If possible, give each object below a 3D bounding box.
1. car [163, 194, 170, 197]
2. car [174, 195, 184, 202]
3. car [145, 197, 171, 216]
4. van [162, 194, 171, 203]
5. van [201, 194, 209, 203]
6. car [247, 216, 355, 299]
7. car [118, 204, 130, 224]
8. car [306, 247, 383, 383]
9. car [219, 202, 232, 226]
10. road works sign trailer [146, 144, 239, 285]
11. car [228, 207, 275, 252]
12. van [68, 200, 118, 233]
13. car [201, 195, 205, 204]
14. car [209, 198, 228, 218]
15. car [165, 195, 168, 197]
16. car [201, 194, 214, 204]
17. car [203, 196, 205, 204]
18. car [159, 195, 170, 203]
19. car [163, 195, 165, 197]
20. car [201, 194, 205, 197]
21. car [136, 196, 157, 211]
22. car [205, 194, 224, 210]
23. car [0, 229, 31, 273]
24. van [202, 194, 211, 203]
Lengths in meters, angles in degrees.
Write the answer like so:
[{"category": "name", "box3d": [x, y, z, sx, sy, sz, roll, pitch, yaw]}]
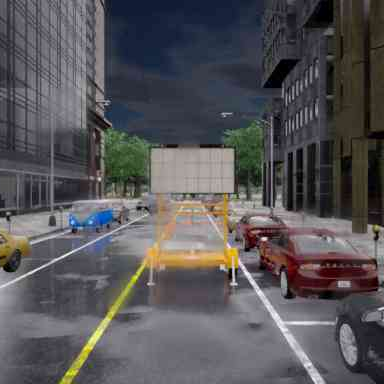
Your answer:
[{"category": "car", "box3d": [-5.664, 1.544, 62.507, 1.752, 1.417, 4.829, 0, 0, 0]}, {"category": "car", "box3d": [-2.879, 1.521, 75.757, 2.128, 1.511, 4.902, 0, 0, 0]}, {"category": "car", "box3d": [-3.047, 1.552, 32.767, 2.033, 1.411, 5.357, 0, 0, 0]}, {"category": "van", "box3d": [-5.647, 1.368, 73.552, 1.690, 1.788, 3.998, 0, 0, 0]}, {"category": "van", "box3d": [2.879, 1.368, 73.538, 1.690, 1.788, 3.998, 0, 0, 0]}, {"category": "car", "box3d": [2.776, 1.545, 8.287, 1.887, 1.381, 4.507, 0, 0, 0]}, {"category": "car", "box3d": [-5.724, 1.553, 24.614, 2.008, 1.369, 4.403, 0, 0, 0]}, {"category": "car", "box3d": [2.767, 1.551, 2.849, 2.008, 1.369, 4.403, 0, 0, 0]}, {"category": "car", "box3d": [2.793, 1.527, 19.332, 1.752, 1.417, 4.829, 0, 0, 0]}, {"category": "road works sign trailer", "box3d": [0.015, 0.465, 9.434, 2.380, 3.560, 2.880, 0, 0, 0]}, {"category": "car", "box3d": [2.784, 1.546, 13.725, 1.887, 1.381, 4.507, 0, 0, 0]}, {"category": "van", "box3d": [-5.733, 1.342, 19.176, 1.690, 1.788, 3.998, 0, 0, 0]}, {"category": "car", "box3d": [2.844, 1.557, 51.788, 1.887, 1.381, 4.507, 0, 0, 0]}, {"category": "car", "box3d": [2.810, 1.529, 30.207, 1.752, 1.417, 4.829, 0, 0, 0]}, {"category": "car", "box3d": [-5.672, 1.581, 57.239, 1.947, 1.339, 4.313, 0, 0, 0]}, {"category": "car", "box3d": [2.861, 1.334, 62.663, 2.192, 1.841, 5.009, 0, 0, 0]}, {"category": "car", "box3d": [2.836, 1.535, 46.520, 1.752, 1.417, 4.829, 0, 0, 0]}, {"category": "car", "box3d": [-5.655, 1.463, 68.114, 1.967, 1.590, 4.097, 0, 0, 0]}, {"category": "car", "box3d": [-5.681, 1.537, 51.632, 1.752, 1.417, 4.829, 0, 0, 0]}, {"category": "car", "box3d": [2.853, 1.455, 57.225, 1.967, 1.590, 4.097, 0, 0, 0]}, {"category": "car", "box3d": [-5.698, 1.573, 40.926, 1.947, 1.339, 4.313, 0, 0, 0]}, {"category": "car", "box3d": [2.818, 1.320, 35.475, 2.192, 1.841, 5.009, 0, 0, 0]}, {"category": "car", "box3d": [-5.750, 1.526, 8.131, 1.752, 1.417, 4.829, 0, 0, 0]}, {"category": "van", "box3d": [2.870, 1.364, 68.100, 1.690, 1.788, 3.998, 0, 0, 0]}]
